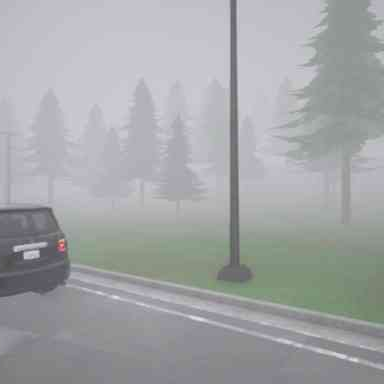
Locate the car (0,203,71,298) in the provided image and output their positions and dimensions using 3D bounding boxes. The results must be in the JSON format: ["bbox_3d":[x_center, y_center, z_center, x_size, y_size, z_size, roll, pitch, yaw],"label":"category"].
[{"bbox_3d":[-5.154,1.271,7.669,5.566,2.045,2.150,-1,0,35],"label":"car"}]
